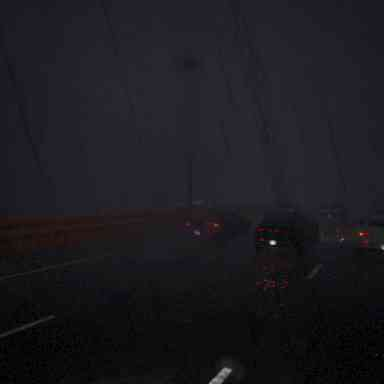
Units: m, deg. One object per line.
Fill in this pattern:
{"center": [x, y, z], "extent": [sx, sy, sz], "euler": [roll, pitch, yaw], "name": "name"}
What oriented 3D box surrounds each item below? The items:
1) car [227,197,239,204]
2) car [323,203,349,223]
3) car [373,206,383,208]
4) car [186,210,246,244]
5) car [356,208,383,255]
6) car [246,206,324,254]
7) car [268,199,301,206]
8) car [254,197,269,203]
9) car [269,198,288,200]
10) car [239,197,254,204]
{"center": [8.710, 1.752, 65.339], "extent": [1.882, 1.535, 5.008], "euler": [0, 0, 41], "name": "car"}
{"center": [11.564, 1.614, 27.062], "extent": [2.128, 1.511, 4.902], "euler": [0, 0, 31], "name": "car"}
{"center": [14.290, 1.717, 24.810], "extent": [1.895, 1.301, 4.718], "euler": [0, 0, 31], "name": "car"}
{"center": [1.409, 1.594, 16.380], "extent": [1.812, 1.442, 4.674], "euler": [0, 0, 30], "name": "car"}
{"center": [7.481, 1.586, 12.894], "extent": [1.812, 1.442, 4.674], "euler": [0, 0, 30], "name": "car"}
{"center": [4.121, 1.568, 14.084], "extent": [1.837, 1.490, 4.892], "euler": [0, 0, 30], "name": "car"}
{"center": [8.522, 1.618, 28.795], "extent": [2.128, 1.511, 4.902], "euler": [0, 0, 31], "name": "car"}
{"center": [13.614, 1.784, 60.305], "extent": [1.812, 1.442, 4.674], "euler": [0, 0, 41], "name": "car"}
{"center": [16.028, 1.799, 57.824], "extent": [2.033, 1.411, 5.357], "euler": [0, 0, 41], "name": "car"}
{"center": [11.491, 1.771, 63.189], "extent": [1.837, 1.490, 4.892], "euler": [0, 0, 41], "name": "car"}
